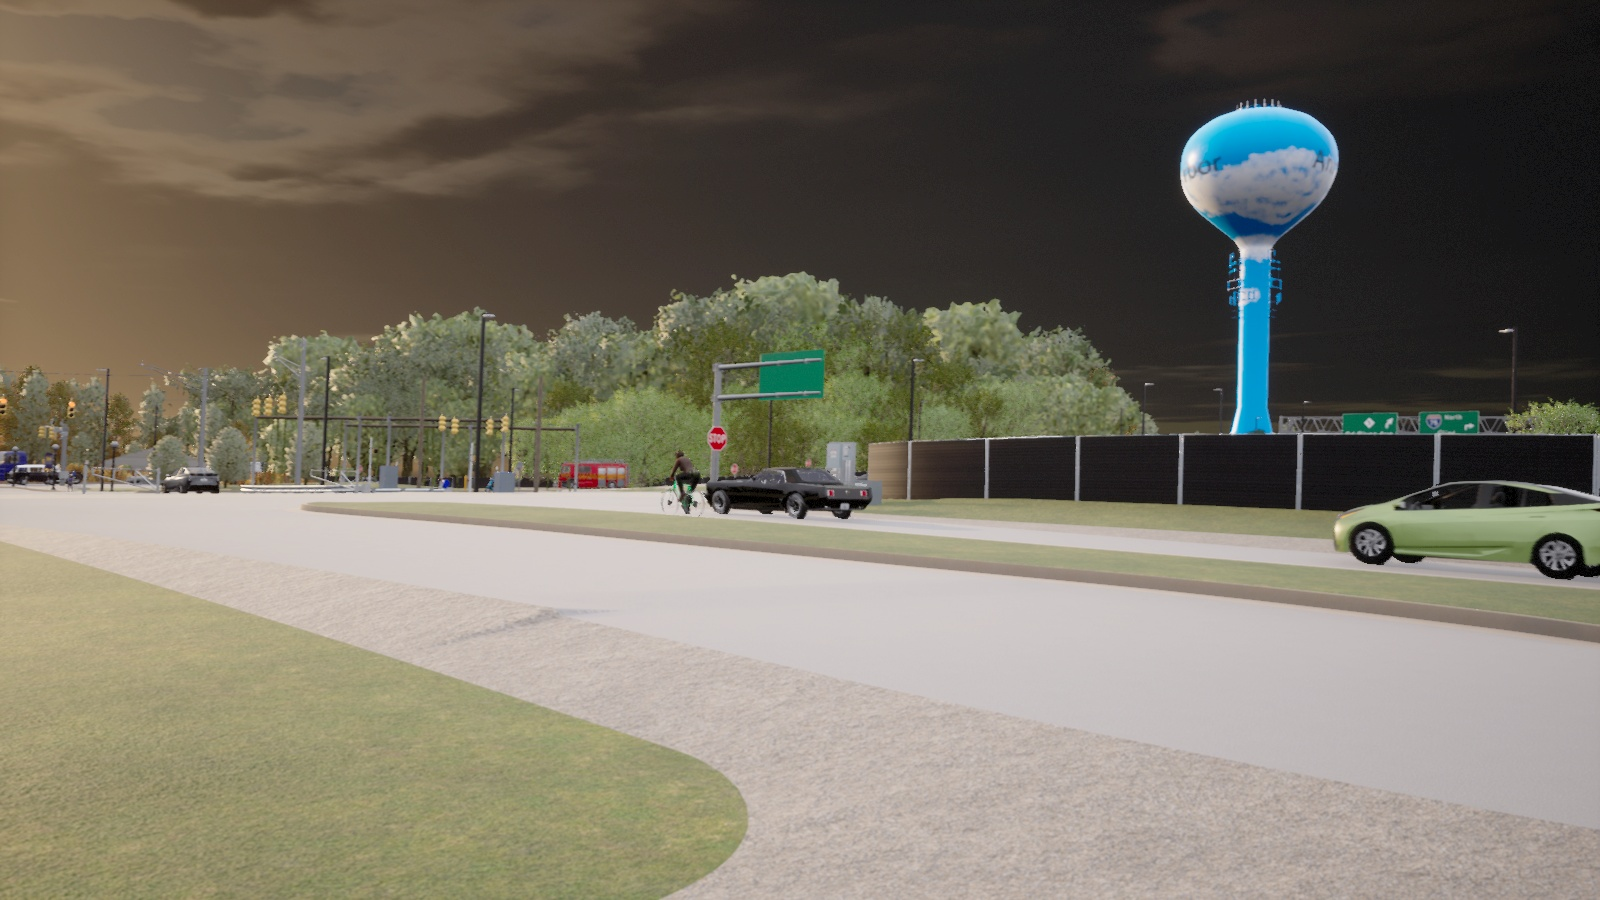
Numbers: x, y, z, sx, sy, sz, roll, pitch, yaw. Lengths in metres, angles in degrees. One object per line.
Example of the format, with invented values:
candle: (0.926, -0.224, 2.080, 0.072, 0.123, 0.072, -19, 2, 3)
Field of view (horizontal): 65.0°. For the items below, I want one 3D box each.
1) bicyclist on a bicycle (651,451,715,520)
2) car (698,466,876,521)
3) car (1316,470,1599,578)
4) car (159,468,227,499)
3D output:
bicyclist on a bicycle: (-2.855, 0.854, 30.508, 0.582, 1.620, 1.656, 3, -2, -44)
car: (-0.420, 1.115, 33.009, 1.895, 1.301, 4.718, 3, -2, -44)
car: (11.357, 1.182, 21.066, 2.007, 1.525, 4.514, 3, -2, -44)
car: (-31.436, 1.717, 64.978, 2.007, 1.525, 4.514, 2, -2, -41)
